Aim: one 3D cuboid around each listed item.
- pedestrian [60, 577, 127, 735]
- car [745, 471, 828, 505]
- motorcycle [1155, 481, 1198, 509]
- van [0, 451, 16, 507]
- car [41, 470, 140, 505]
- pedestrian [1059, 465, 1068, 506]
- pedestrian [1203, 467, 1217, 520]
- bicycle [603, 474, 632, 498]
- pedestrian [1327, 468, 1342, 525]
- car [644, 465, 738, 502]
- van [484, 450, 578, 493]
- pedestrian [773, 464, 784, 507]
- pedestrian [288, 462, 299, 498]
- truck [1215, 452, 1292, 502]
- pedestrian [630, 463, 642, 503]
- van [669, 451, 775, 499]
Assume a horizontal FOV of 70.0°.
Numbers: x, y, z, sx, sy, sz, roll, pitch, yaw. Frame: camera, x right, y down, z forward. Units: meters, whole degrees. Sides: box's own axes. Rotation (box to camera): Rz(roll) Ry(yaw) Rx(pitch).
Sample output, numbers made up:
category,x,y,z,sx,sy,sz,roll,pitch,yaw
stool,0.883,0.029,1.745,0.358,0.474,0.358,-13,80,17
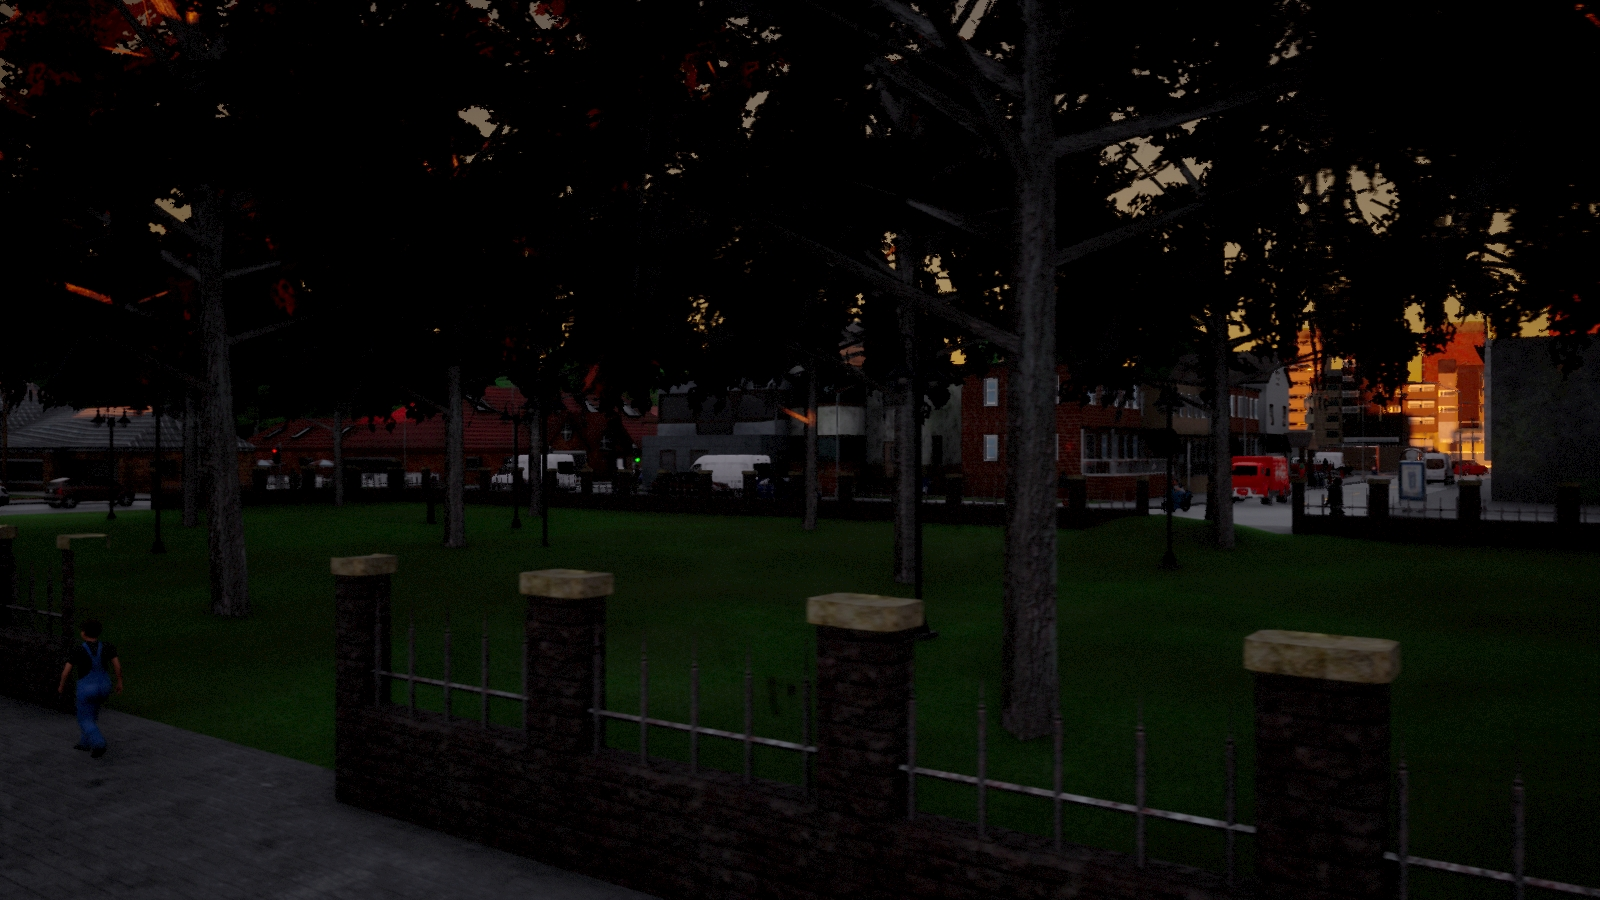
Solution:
category,x,y,z,sx,sy,sz,roll,pitch,yaw
pedestrian,-6.255,1.805,10.119,0.375,1.300,0.375,0,0,32
car,-0.684,1.818,55.408,3.633,1.501,1.845,0,0,36
motorcycle,16.745,1.993,50.820,2.033,1.145,0.803,0,0,-38
van,-38.256,1.315,50.225,1.988,2.561,5.915,0,0,36
car,-34.453,1.806,55.542,1.789,1.549,3.705,0,0,35
pedestrian,12.079,1.629,52.410,0.375,1.860,0.375,0,0,16
pedestrian,14.448,1.525,40.280,0.375,1.860,0.375,0,0,38
bicycle,-9.840,1.940,61.690,1.835,1.271,0.329,0,0,35
pedestrian,17.661,1.525,37.731,0.375,1.860,0.375,0,0,40
car,-5.627,1.686,58.663,4.553,1.767,2.097,0,0,35
van,-16.767,1.315,71.024,5.915,2.561,1.988,0,0,30
pedestrian,-0.923,1.525,49.021,0.375,1.860,0.375,0,0,23
pedestrian,-26.044,1.525,58.753,0.375,1.860,0.375,0,0,31
truck,23.739,1.353,59.646,2.627,2.467,5.204,0,0,35
pedestrian,-7.688,1.526,53.617,0.375,1.860,0.375,0,0,35
van,-4.324,1.315,62.581,5.915,2.561,1.988,0,0,36
